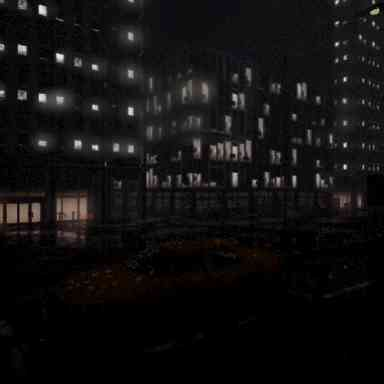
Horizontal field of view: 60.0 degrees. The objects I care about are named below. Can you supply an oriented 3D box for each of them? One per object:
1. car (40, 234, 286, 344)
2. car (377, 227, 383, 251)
[{"bbox_3d":[-0.242,1.525,6.388,4.829,1.417,1.752,0,0,-35],"label":"car"},{"bbox_3d":[8.905,1.547,12.913,4.507,1.381,1.887,0,0,-35],"label":"car"}]
